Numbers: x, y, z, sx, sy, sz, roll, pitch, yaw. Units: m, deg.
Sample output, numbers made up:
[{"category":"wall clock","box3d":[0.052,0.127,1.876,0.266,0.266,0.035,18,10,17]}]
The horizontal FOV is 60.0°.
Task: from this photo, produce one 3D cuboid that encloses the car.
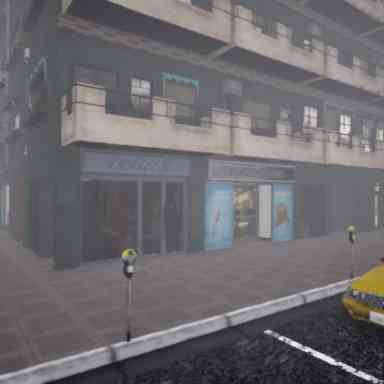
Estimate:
[{"category":"car","box3d":[4.696,1.516,6.172,4.829,1.417,1.752,0,1,-35]}]
